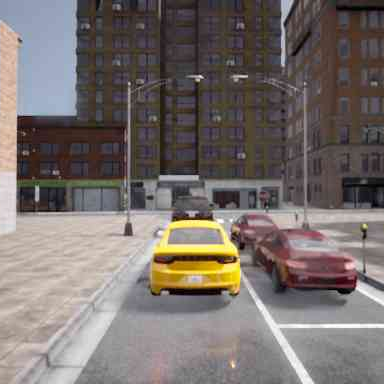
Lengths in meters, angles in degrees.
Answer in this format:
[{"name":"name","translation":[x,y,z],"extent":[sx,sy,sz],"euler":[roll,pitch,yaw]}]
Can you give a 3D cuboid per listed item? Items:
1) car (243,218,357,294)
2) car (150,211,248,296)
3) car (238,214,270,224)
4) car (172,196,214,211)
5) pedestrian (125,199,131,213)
[{"name":"car","translation":[2.631,1.582,8.505],"extent":[1.802,1.307,4.206],"euler":[1,0,0]},{"name":"car","translation":[0.069,1.478,8.701],"extent":[1.882,1.535,5.008],"euler":[0,0,0]},{"name":"car","translation":[2.618,1.583,13.944],"extent":[1.802,1.307,4.206],"euler":[1,0,0]},{"name":"car","translation":[0.055,1.224,18.762],"extent":[2.150,2.045,5.566],"euler":[0,0,1]},{"name":"pedestrian","translation":[-6.911,1.291,36.002],"extent":[0.375,1.860,0.375],"euler":[0,0,0]}]
